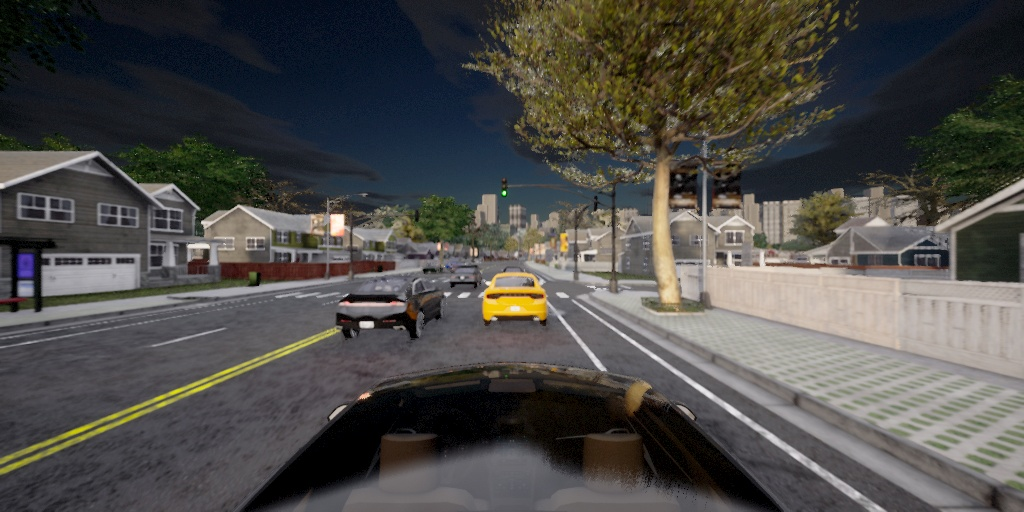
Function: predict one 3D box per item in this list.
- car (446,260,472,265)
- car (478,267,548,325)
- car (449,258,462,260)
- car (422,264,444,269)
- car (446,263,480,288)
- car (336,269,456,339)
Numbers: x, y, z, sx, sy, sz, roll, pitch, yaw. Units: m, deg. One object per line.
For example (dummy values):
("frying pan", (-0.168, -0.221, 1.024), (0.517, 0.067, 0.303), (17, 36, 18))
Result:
("car", (-6.608, 1.586, 45.359), (1.994, 1.385, 4.181), (0, 0, 0))
("car", (0.092, 1.299, 12.220), (1.882, 1.535, 5.008), (0, 0, 0))
("car", (-9.815, 1.332, 61.651), (2.150, 2.045, 5.566), (0, 0, 1))
("car", (-9.859, 1.621, 44.995), (1.895, 1.301, 4.718), (0, 0, 0))
("car", (-3.163, 1.454, 25.409), (2.033, 1.411, 5.357), (0, 0, 0))
("car", (-3.157, 1.300, 10.234), (2.128, 1.511, 4.902), (0, 0, 0))
